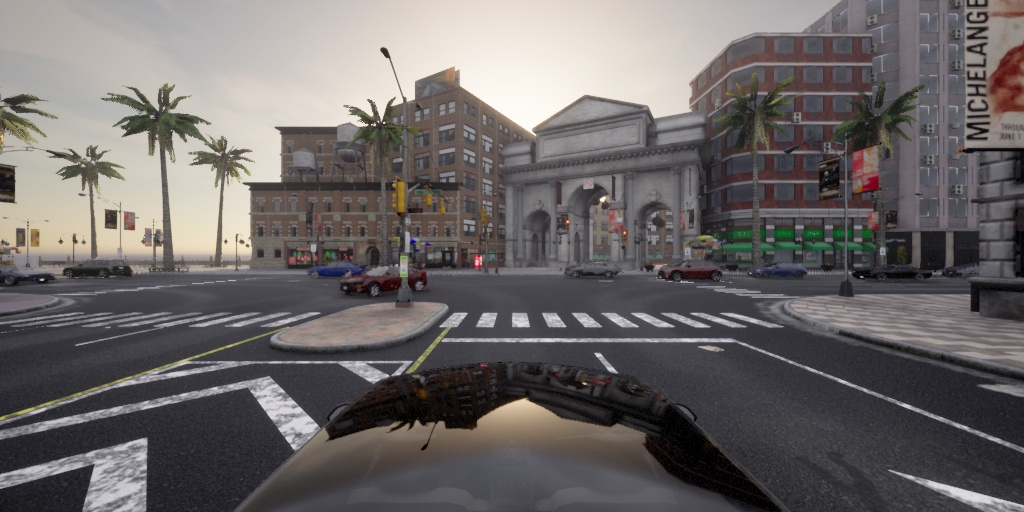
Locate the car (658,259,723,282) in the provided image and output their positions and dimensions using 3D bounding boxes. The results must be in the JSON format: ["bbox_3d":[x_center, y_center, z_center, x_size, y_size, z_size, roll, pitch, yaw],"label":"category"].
[{"bbox_3d":[14.101,1.102,28.625,4.553,1.767,2.097,0,0,0],"label":"car"}]

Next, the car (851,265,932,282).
[{"bbox_3d":[30.049,1.351,28.498,4.718,1.301,1.895,0,0,1],"label":"car"}]

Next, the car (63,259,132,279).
[{"bbox_3d":[-37.565,1.102,32.532,4.553,1.767,2.097,0,0,0],"label":"car"}]

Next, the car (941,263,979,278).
[{"bbox_3d":[40.832,1.313,31.597,4.181,1.385,1.994,0,0,4],"label":"car"}]

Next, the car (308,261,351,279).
[{"bbox_3d":[-15.685,1.227,32.367,5.008,1.535,1.882,0,0,0],"label":"car"}]

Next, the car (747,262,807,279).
[{"bbox_3d":[23.682,1.275,32.057,4.674,1.442,1.812,0,0,1],"label":"car"}]

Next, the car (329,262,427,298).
[{"bbox_3d":[-6.667,1.227,19.033,1.882,1.535,5.008,-1,0,28],"label":"car"}]

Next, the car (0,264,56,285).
[{"bbox_3d":[-35.827,1.297,25.325,5.357,1.411,2.033,0,0,0],"label":"car"}]

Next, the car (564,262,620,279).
[{"bbox_3d":[7.126,1.241,32.194,4.902,1.511,2.128,0,0,0],"label":"car"}]
